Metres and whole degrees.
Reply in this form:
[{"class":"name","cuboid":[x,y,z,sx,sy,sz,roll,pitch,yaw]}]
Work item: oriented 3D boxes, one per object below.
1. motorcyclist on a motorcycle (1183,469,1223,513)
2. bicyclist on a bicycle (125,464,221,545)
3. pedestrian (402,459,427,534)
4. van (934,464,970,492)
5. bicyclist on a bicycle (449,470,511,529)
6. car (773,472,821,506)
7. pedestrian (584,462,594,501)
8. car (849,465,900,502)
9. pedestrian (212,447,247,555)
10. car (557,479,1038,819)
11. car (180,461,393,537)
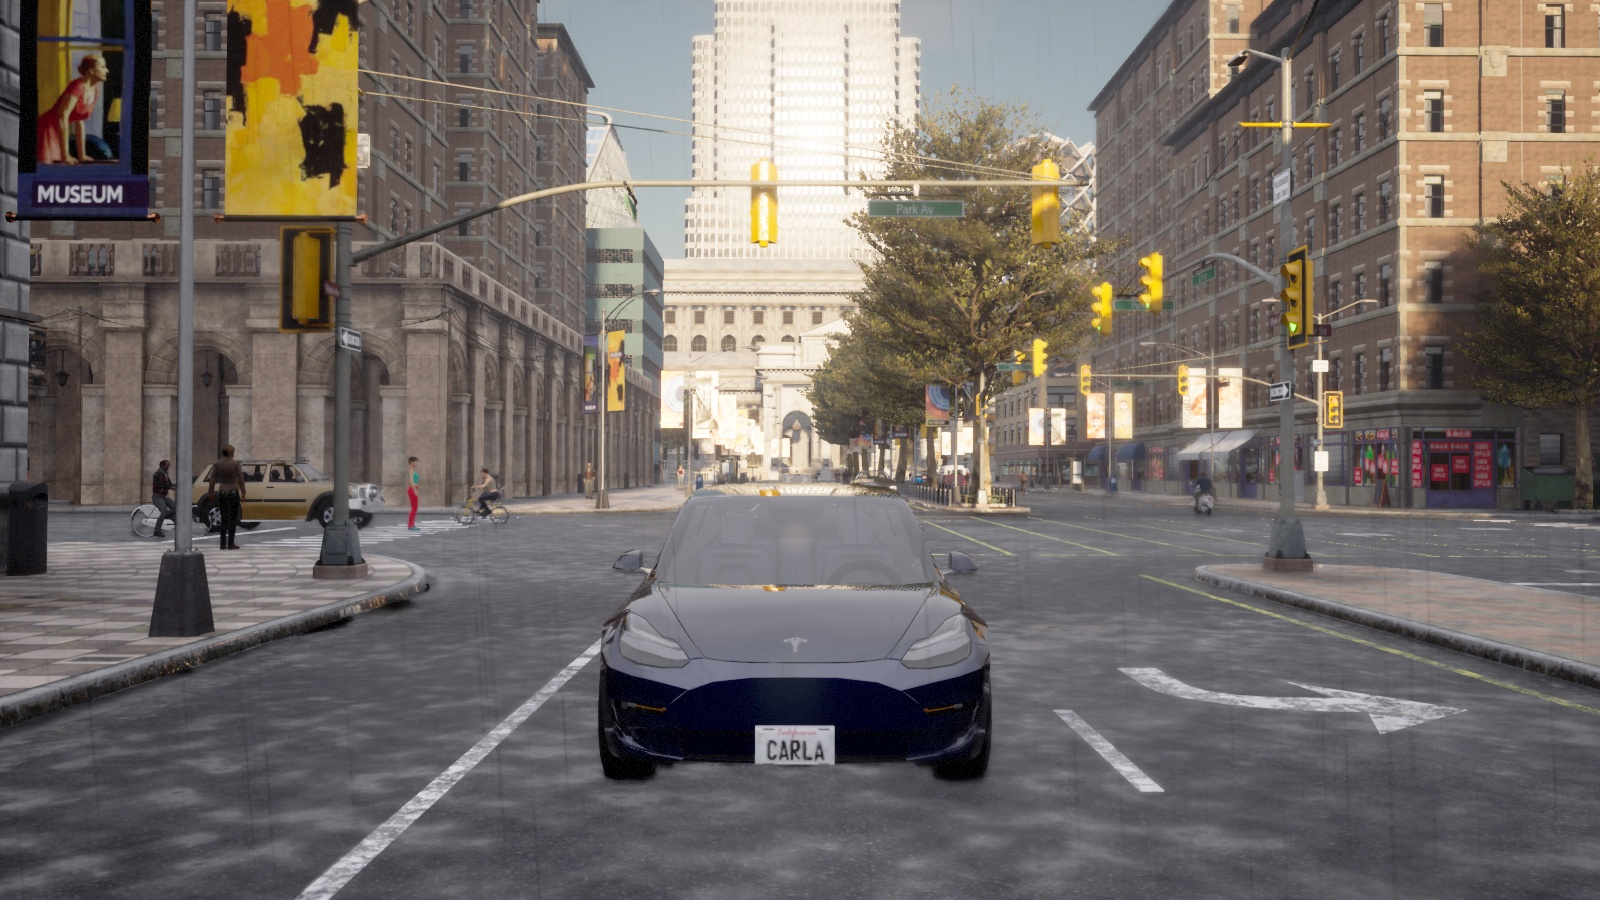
[{"class":"motorcyclist on a motorcycle","cuboid":[14.888,1.486,46.440,0.866,1.590,1.817,0,-1,0]},{"class":"bicyclist on a bicycle","cuboid":[-14.120,1.216,28.301,1.843,1.776,0.659,0,-1,0]},{"class":"pedestrian","cuboid":[-9.514,1.137,30.999,0.594,1.836,0.345,0,-1,-15]},{"class":"van","cuboid":[11.274,2.056,93.339,2.069,2.038,4.480,0,-1,0]},{"class":"bicyclist on a bicycle","cuboid":[-8.988,1.378,35.284,1.509,1.612,0.866,0,-1,1]},{"class":"car","cuboid":[-0.141,1.797,58.604,2.163,1.488,4.792,0,-1,0]},{"class":"pedestrian","cuboid":[-10.159,1.526,60.511,0.376,1.854,0.720,0,-1,0]},{"class":"car","cuboid":[3.435,1.566,58.898,2.152,1.651,5.027,0,-1,1]},{"class":"pedestrian","cuboid":[-9.950,0.878,21.896,0.331,1.846,0.634,0,-1,-2]},{"class":"car","cuboid":[-0.020,0.950,8.059,2.163,1.488,4.792,0,-1,0]},{"class":"car","cuboid":[-12.935,1.216,31.817,4.605,1.855,1.932,0,-1,0]}]
